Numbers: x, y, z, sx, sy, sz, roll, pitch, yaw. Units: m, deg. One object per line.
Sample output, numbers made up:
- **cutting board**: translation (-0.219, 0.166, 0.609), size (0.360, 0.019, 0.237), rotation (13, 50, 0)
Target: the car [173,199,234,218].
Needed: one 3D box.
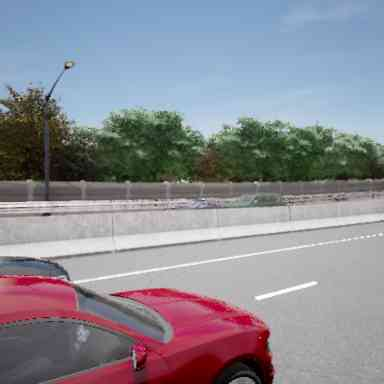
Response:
- **car**: translation (1.086, 1.461, 30.315), size (5.357, 1.411, 2.033), rotation (-1, 0, -35)

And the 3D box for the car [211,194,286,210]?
- **car**: translation (4.412, 1.145, 24.105), size (5.566, 2.045, 2.150), rotation (0, 0, -34)

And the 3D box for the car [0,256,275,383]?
- **car**: translation (-1.459, 1.477, 2.699), size (5.008, 1.535, 1.882), rotation (0, 0, -35)

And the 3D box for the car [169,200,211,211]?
- **car**: translation (0.452, 1.428, 25.622), size (4.902, 1.511, 2.128), rotation (0, 0, -35)
